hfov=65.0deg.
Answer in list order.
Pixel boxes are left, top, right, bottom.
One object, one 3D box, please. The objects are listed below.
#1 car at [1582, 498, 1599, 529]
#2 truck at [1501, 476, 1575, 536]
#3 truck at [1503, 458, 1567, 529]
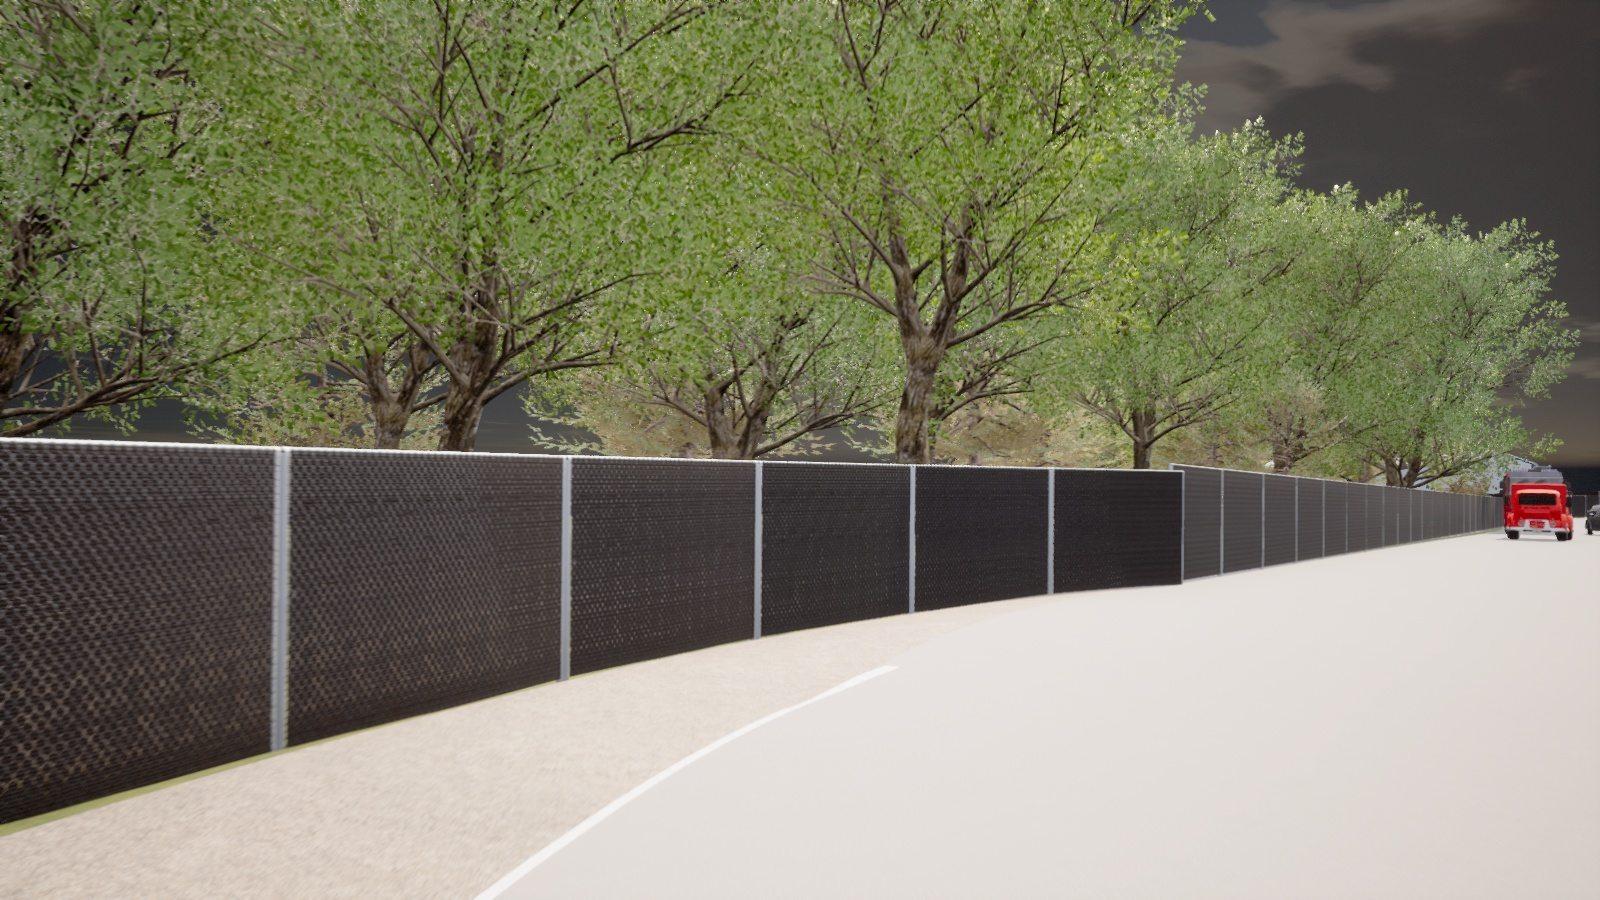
[{"bbox_3d":[44.473,3.481,68.798,1.851,1.617,3.988,0,-2,18],"label":"car"},{"bbox_3d":[32.620,2.467,55.432,2.627,2.467,5.204,-1,-3,32],"label":"truck"},{"bbox_3d":[41.797,2.478,71.575,2.891,3.827,8.468,0,-2,29],"label":"truck"}]
